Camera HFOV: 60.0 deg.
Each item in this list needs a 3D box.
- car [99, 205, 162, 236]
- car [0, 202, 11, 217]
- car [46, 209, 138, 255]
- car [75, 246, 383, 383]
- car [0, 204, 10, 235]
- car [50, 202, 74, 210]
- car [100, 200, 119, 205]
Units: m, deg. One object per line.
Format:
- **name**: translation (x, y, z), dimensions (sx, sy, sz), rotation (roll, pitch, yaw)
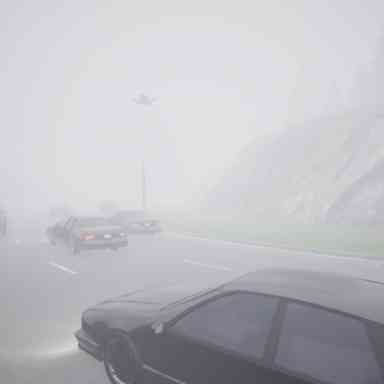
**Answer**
- **car**: translation (-3.591, 1.687, 18.602), dimensions (2.033, 1.411, 5.357), rotation (0, 0, -33)
- **car**: translation (-20.398, 1.812, 34.105), dimensions (1.994, 1.385, 4.181), rotation (0, 0, -9)
- **car**: translation (-4.570, 1.652, 13.974), dimensions (2.033, 1.411, 5.357), rotation (0, -1, -37)
- **car**: translation (1.034, 1.575, 3.432), dimensions (5.357, 1.411, 2.033), rotation (0, -1, 38)
- **car**: translation (-11.804, 1.492, 19.203), dimensions (2.097, 1.767, 4.553), rotation (0, -1, -28)
- **car**: translation (-13.061, 1.772, 33.533), dimensions (1.812, 1.442, 4.674), rotation (0, 0, -11)
- **car**: translation (-10.220, 1.808, 41.226), dimensions (1.837, 1.490, 4.892), rotation (0, -1, -2)
